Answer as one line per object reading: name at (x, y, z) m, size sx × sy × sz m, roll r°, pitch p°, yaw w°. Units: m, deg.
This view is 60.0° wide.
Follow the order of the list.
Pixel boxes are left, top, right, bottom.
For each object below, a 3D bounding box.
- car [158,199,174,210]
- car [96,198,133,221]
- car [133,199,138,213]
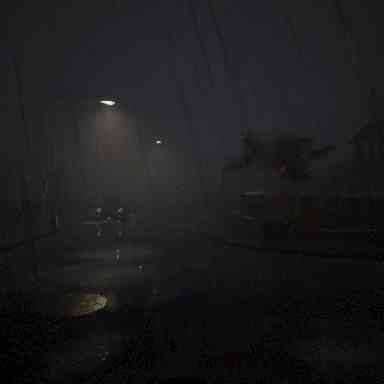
car at (-3.351, 1.600, 42.730) m, size 1.895 × 1.301 × 4.718 m, roll 0°, pitch 0°, yaw -4°
car at (-6.304, 1.352, 26.832) m, size 2.097 × 1.767 × 4.553 m, roll 0°, pitch 0°, yaw -4°
car at (-7.098, 1.505, 37.171) m, size 1.837 × 1.490 × 4.892 m, roll 0°, pitch 0°, yaw -4°
